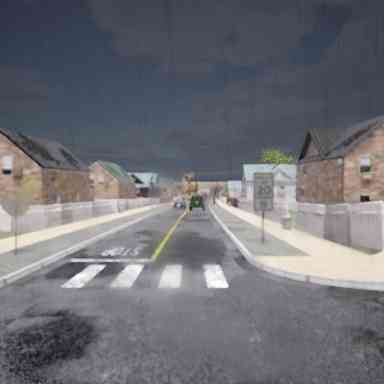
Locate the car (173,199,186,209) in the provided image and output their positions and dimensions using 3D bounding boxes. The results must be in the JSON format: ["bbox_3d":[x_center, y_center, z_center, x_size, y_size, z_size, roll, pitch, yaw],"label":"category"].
[{"bbox_3d":[-1.870,1.884,51.485,2.128,1.511,4.902,0,-1,2],"label":"car"}]

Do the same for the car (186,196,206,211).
[{"bbox_3d":[0.747,1.574,47.250,2.150,2.045,5.566,0,-1,2],"label":"car"}]
